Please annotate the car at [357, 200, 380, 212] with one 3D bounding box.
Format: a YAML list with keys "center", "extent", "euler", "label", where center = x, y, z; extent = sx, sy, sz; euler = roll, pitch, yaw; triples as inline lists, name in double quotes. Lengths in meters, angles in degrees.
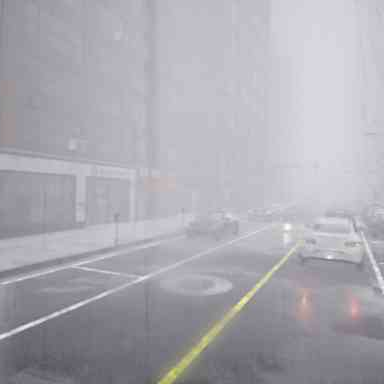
- center: [15.396, 1.725, 28.230]
  extent: [1.967, 1.590, 4.097]
  euler: [1, 0, 25]
  label: "car"

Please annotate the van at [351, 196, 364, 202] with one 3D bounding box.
- center: [29.085, 1.862, 57.816]
  extent: [1.690, 1.788, 3.998]
  euler: [1, 0, 25]
  label: "van"

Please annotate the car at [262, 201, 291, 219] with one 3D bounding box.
- center: [8.038, 1.616, 31.438]
  extent: [1.752, 1.417, 4.829]
  euler: [1, 0, 25]
  label: "car"

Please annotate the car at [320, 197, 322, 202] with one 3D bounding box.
- center: [24.182, 1.914, 66.335]
  extent: [1.887, 1.381, 4.507]
  euler: [1, 0, 25]
  label: "car"

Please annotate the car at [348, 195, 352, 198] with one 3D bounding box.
- center: [41.014, 2.034, 83.597]
  extent: [2.192, 1.841, 5.009]
  euler: [2, 0, 25]
  label: "car"

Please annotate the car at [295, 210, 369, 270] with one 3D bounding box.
- center: [4.870, 1.606, 11.521]
  extent: [1.812, 1.442, 4.674]
  euler: [2, 0, 25]
  label: "car"

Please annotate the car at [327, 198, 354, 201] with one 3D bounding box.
- center: [15.108, 1.736, 33.889]
  extent: [1.882, 1.535, 5.008]
  euler: [2, 0, 25]
  label: "car"

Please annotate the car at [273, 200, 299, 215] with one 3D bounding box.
- center: [10.426, 1.683, 36.601]
  extent: [2.008, 1.369, 4.403]
  euler: [1, 0, 25]
  label: "car"

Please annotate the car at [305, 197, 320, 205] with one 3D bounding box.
- center: [21.796, 1.879, 61.179]
  extent: [2.008, 1.369, 4.403]
  euler: [1, 0, 25]
  label: "car"

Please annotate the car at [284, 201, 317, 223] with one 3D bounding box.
- center: [8.356, 1.681, 26.061]
  extent: [1.994, 1.385, 4.181]
  euler: [2, 0, 25]
  label: "car"

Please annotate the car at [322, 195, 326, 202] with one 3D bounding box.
- center: [31.268, 2.014, 81.651]
  extent: [1.752, 1.417, 4.829]
  euler: [2, 0, 25]
  label: "car"

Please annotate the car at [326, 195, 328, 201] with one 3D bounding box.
- center: [33.724, 2.093, 86.962]
  extent: [1.947, 1.339, 4.313]
  euler: [2, 0, 25]
  label: "car"

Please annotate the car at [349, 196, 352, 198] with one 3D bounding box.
- center: [38.621, 2.264, 78.441]
  extent: [1.802, 1.307, 4.206]
  euler: [2, 0, 25]
  label: "car"

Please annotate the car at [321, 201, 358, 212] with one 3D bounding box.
- center: [10.162, 1.650, 22.954]
  extent: [1.882, 1.535, 5.008]
  euler: [2, 0, 25]
  label: "car"

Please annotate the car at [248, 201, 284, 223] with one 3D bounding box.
- center: [5.795, 1.492, 26.584]
  extent: [1.967, 1.590, 4.097]
  euler: [1, 0, 25]
  label: "car"

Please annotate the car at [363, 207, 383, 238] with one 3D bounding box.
- center: [10.759, 1.755, 18.213]
  extent: [2.008, 1.369, 4.403]
  euler: [1, 0, 25]
  label: "car"

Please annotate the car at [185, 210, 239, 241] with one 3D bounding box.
- center: [1.157, 1.553, 16.567]
  extent: [1.802, 1.307, 4.206]
  euler: [1, 0, 25]
  label: "car"

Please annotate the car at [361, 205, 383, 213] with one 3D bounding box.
- center: [13.075, 1.826, 23.222]
  extent: [1.802, 1.307, 4.206]
  euler: [1, 0, 25]
  label: "car"
